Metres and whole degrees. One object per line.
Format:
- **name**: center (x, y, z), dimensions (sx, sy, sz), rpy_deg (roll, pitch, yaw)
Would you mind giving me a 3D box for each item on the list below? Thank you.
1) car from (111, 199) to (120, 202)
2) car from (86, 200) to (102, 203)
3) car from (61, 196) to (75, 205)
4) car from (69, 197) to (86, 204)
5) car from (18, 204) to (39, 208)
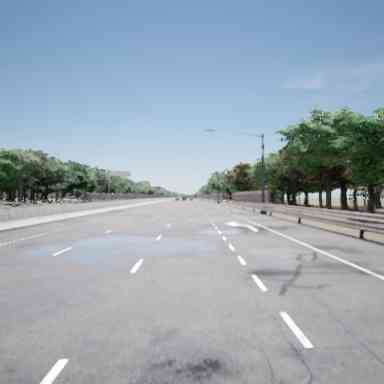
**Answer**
- **car**: center (-17.669, 2.251, 77.200), dimensions (1.812, 1.442, 4.674), rpy_deg (0, -1, 0)
- **car**: center (-21.161, 2.464, 73.728), dimensions (2.128, 1.511, 4.902), rpy_deg (0, -1, 0)
- **car**: center (-28.167, 2.011, 76.318), dimensions (2.150, 2.045, 5.566), rpy_deg (0, -1, 0)
- **car**: center (-24.661, 2.478, 73.719), dimensions (2.033, 1.411, 5.357), rpy_deg (0, -1, 0)
- **car**: center (-17.663, 2.011, 35.956), dimensions (1.994, 1.385, 4.181), rpy_deg (0, -1, 0)
